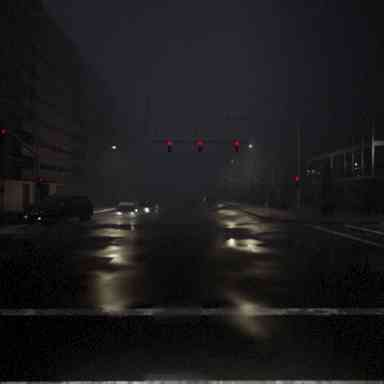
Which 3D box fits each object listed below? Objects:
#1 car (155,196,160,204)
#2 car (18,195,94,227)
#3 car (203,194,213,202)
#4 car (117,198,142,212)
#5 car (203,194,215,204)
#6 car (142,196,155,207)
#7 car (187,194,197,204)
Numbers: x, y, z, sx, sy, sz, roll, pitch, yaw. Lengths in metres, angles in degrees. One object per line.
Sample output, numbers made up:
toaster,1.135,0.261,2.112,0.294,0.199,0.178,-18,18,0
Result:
car,-7.179,1.514,62.721,1.812,1.442,4.674,0,0,1
car,-9.463,1.245,23.818,2.150,2.045,5.566,1,0,25
car,3.511,1.341,74.600,2.097,1.767,4.553,0,0,1
car,-7.454,1.518,39.208,1.812,1.442,4.674,0,0,0
car,3.500,1.479,64.735,2.128,1.511,4.902,0,0,1
car,-7.349,1.591,50.632,1.895,1.301,4.718,0,0,1
car,0.001,1.552,64.646,1.994,1.385,4.181,0,0,1
